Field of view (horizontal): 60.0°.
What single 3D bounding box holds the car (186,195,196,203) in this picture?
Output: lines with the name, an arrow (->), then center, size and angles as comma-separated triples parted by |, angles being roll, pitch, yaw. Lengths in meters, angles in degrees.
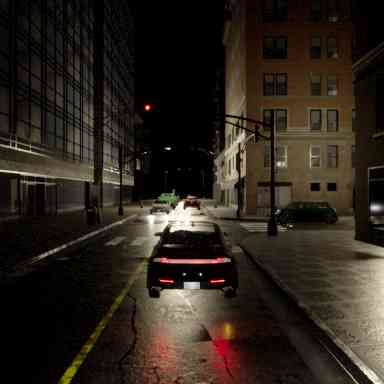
car -> -0.178, 1.448, 67.218 | 2.128, 1.511, 4.902 | 0, 0, 0

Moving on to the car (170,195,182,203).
car -> -3.223, 1.448, 66.585 | 2.128, 1.511, 4.902 | 0, 0, 0

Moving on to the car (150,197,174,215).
car -> -3.195, 1.506, 34.279 | 1.812, 1.442, 4.674 | 0, 0, 0

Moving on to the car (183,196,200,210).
car -> -0.043, 1.324, 43.758 | 2.097, 1.767, 4.553 | 0, 0, 0

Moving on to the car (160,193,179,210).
car -> -3.203, 1.194, 43.732 | 2.150, 2.045, 5.566 | 0, 0, 1

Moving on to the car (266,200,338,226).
car -> 7.434, 1.320, 22.758 | 4.553, 1.767, 2.097 | 0, 0, -4

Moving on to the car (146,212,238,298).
car -> 0.022, 1.490, 8.479 | 2.128, 1.511, 4.902 | 0, 0, 1

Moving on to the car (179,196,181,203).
car -> -3.227, 1.317, 53.636 | 2.097, 1.767, 4.553 | 0, 0, 0
